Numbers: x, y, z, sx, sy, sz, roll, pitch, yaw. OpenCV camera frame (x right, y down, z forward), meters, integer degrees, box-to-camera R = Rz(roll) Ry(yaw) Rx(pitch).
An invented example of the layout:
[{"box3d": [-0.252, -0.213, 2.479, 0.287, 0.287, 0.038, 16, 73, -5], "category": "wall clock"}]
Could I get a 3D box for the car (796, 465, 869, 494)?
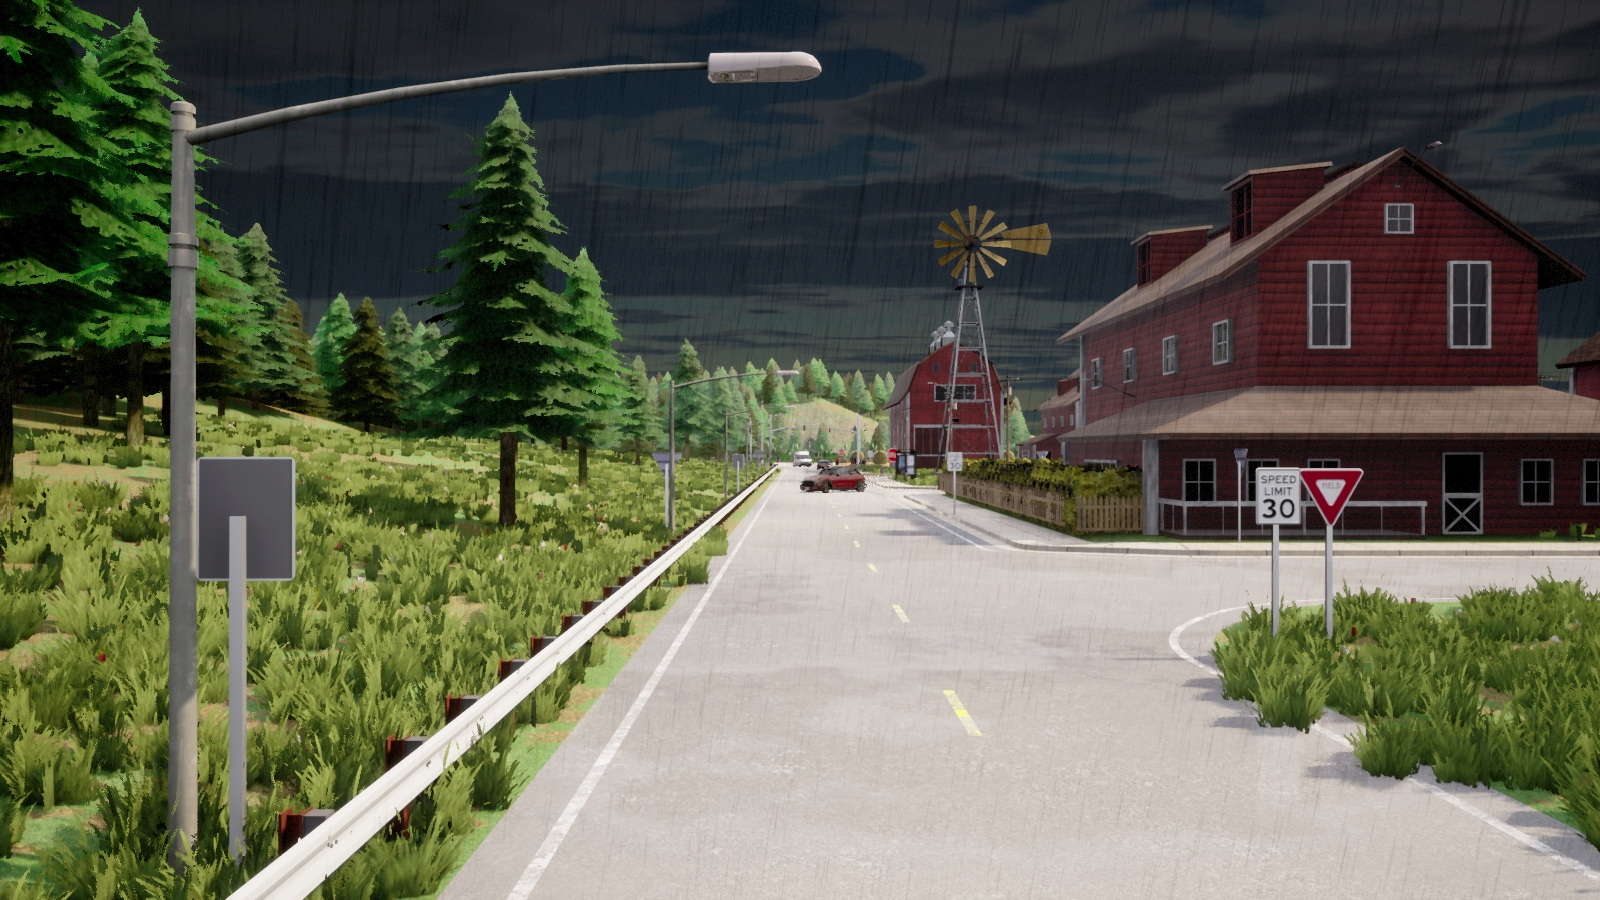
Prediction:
[{"box3d": [2.155, 1.906, 74.840, 4.553, 1.767, 2.097, 0, 0, -40], "category": "car"}]
